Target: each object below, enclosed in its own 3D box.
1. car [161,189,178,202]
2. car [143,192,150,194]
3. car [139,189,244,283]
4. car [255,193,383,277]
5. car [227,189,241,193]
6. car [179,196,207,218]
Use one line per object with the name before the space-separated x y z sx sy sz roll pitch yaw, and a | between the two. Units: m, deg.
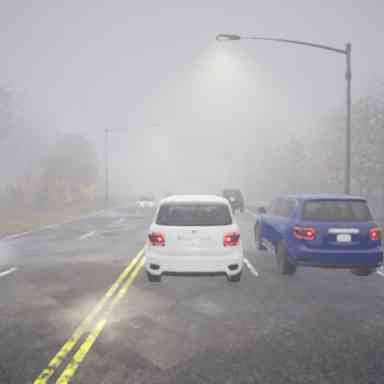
car | -3.234 0.506 48.670 2.097 1.767 4.553 0 1 0
car | -6.486 0.720 48.590 1.994 1.385 4.181 0 1 0
car | 0.068 1.074 9.334 2.150 2.045 5.566 0 1 1
car | 3.327 1.053 9.859 2.150 2.045 5.566 0 1 1
car | 3.395 0.720 30.564 2.150 2.045 5.566 0 1 0
car | 0.117 1.121 26.538 2.033 1.411 5.357 0 1 1
